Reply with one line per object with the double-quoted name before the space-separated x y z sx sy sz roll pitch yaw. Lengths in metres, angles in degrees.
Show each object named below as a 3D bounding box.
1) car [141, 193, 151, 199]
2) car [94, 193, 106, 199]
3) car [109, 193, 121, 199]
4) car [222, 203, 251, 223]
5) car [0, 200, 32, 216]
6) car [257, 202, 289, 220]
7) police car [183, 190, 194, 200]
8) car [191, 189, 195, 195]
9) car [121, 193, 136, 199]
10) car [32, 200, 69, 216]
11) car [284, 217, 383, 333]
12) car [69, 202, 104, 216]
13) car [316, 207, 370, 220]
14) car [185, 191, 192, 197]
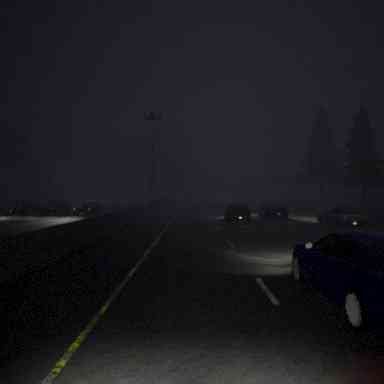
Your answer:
"car" -10.438 0.891 75.793 2.033 1.411 5.357 0 1 0
"car" -20.938 0.902 75.802 1.994 1.385 4.181 0 1 0
"car" -17.438 0.844 76.213 2.033 1.411 5.357 0 1 0
"car" 3.622 1.646 27.293 1.837 1.490 4.892 0 0 0
"car" -17.558 1.605 34.654 2.128 1.511 4.902 0 0 0
"car" 7.124 1.613 29.583 1.882 1.535 5.008 0 0 0
"police car" -0.986 0.908 78.618 1.930 1.638 5.238 0 1 0
"car" -0.978 0.604 88.494 2.097 1.767 4.553 0 1 0
"car" -13.938 0.891 75.796 2.033 1.411 5.357 0 1 0
"car" -14.059 1.594 34.184 1.882 1.535 5.008 0 0 0
"car" 3.606 1.546 6.931 1.882 1.535 5.008 0 0 0
"car" -10.562 1.718 34.050 1.895 1.301 4.718 0 0 0
"car" 10.619 1.743 23.872 1.895 1.301 4.718 0 0 0
"car" -0.973 0.563 94.726 1.801 1.575 5.366 0 1 0
